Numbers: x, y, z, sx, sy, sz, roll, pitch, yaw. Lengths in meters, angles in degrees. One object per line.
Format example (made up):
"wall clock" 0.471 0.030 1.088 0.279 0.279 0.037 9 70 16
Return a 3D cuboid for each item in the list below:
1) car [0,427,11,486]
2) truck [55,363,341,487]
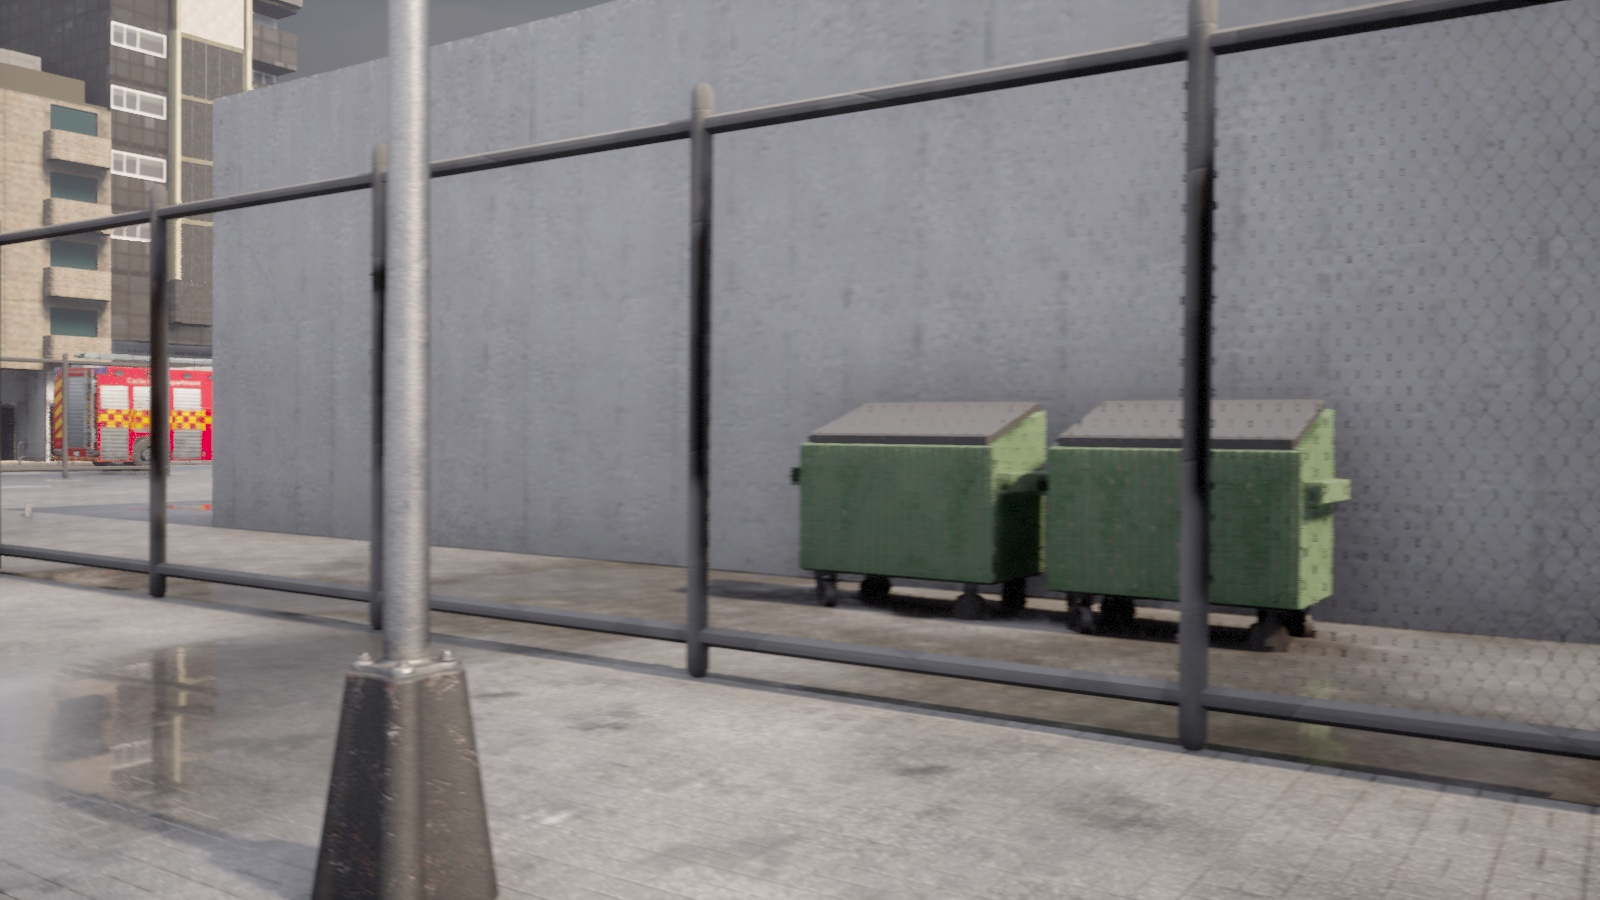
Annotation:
"car" -27.425 0.235 39.591 1.905 1.878 3.866 0 1 34
"truck" -20.336 -0.836 43.038 2.891 3.827 8.468 0 1 34
